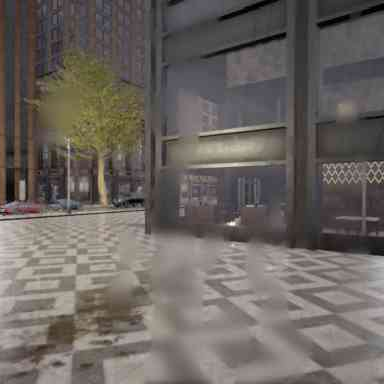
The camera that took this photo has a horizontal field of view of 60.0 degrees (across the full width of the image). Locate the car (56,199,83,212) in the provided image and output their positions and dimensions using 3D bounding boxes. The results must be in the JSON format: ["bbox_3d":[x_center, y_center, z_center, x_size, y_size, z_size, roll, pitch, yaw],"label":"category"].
[{"bbox_3d":[-14.516,1.470,37.795,1.994,1.385,4.181,0,0,35],"label":"car"}]

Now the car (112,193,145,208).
[{"bbox_3d":[-8.435,1.104,46.289,2.150,2.045,5.566,0,0,35],"label":"car"}]

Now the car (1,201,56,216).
[{"bbox_3d":[-15.429,1.501,30.999,1.994,1.385,4.181,0,0,36],"label":"car"}]
